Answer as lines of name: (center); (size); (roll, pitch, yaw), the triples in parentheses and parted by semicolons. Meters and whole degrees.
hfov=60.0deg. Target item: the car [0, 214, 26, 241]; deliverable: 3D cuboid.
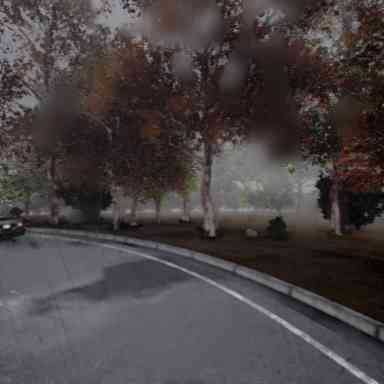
car: (-9.597, 1.431, 14.136); (5.357, 1.411, 2.033); (0, 2, 24)
